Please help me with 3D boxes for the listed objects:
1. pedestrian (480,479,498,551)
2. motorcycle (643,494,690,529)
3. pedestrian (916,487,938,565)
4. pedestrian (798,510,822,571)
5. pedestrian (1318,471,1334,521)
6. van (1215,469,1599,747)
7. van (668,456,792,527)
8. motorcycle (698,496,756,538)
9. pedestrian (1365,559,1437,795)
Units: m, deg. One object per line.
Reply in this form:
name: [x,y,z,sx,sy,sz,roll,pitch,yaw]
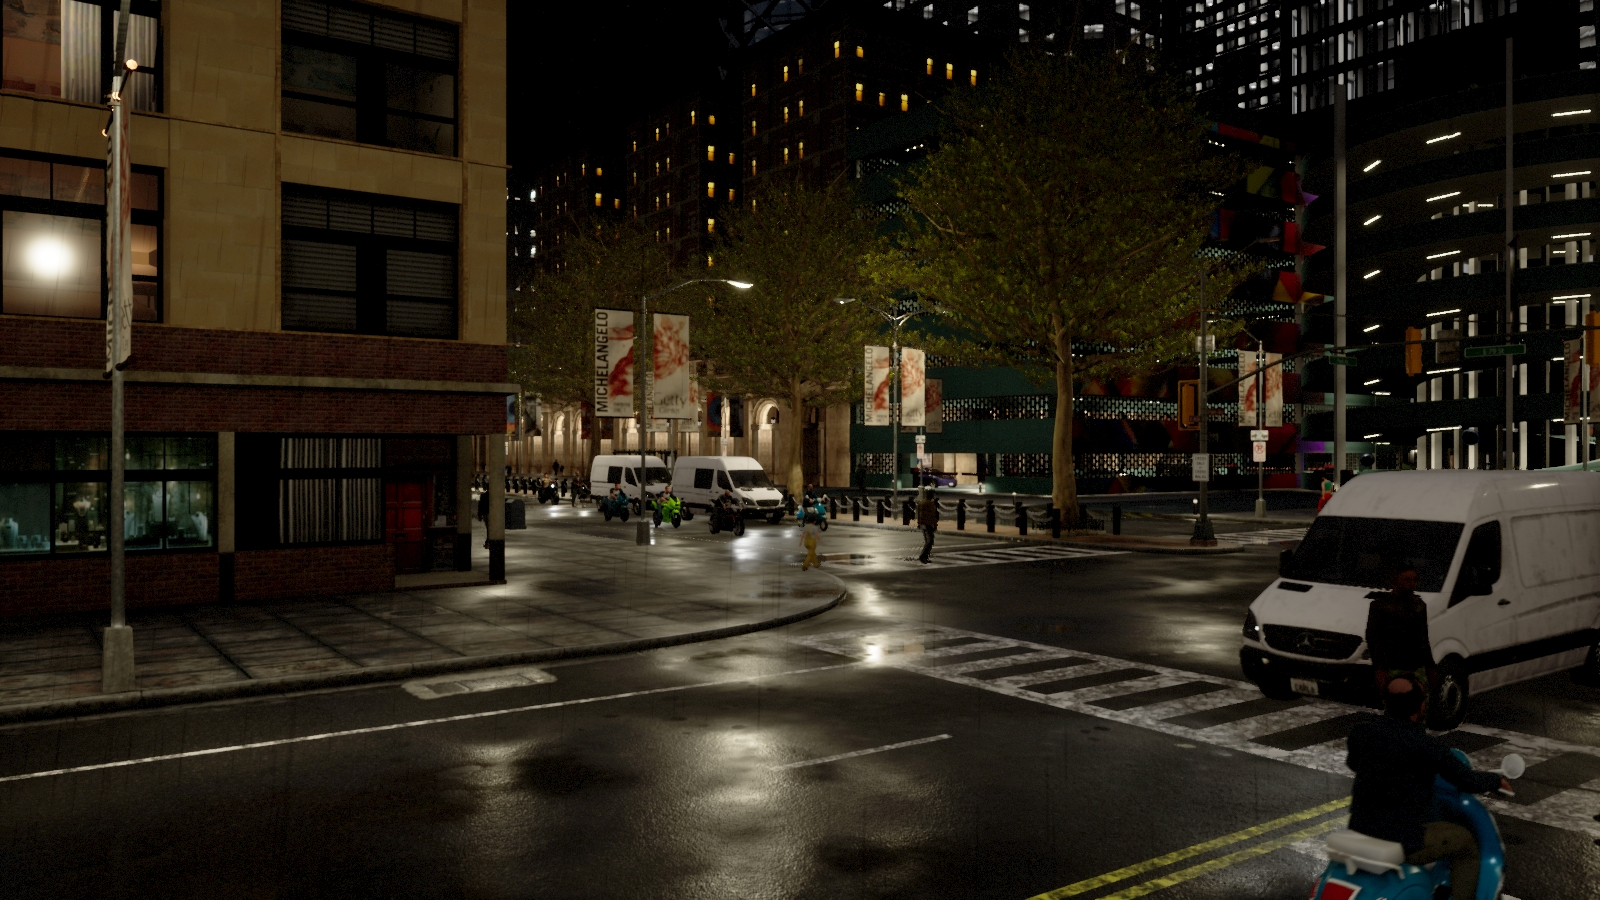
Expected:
pedestrian: [-8.137,1.699,29.919,0.375,1.860,0.375,0,0,-29]
motorcycle: [-4.824,2.213,41.273,0.803,1.145,2.033,0,0,-35]
pedestrian: [3.096,1.849,27.808,0.375,1.860,0.375,0,0,-36]
pedestrian: [0.217,1.978,25.102,0.375,1.300,0.375,0,0,41]
pedestrian: [19.568,1.698,42.494,0.375,1.860,0.375,0,0,-13]
van: [7.516,1.535,13.310,5.915,2.561,1.988,0,0,-35]
van: [-2.818,1.534,44.499,1.988,2.561,5.915,0,0,-35]
motorcycle: [-2.440,2.205,37.889,0.867,1.251,2.209,0,0,-35]
pedestrian: [4.947,1.848,9.409,0.375,1.860,0.375,0,0,-8]
